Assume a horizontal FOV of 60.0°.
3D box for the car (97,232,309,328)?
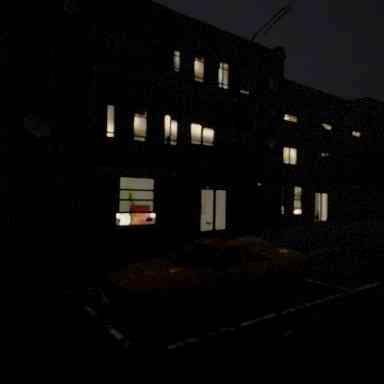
[{"bbox_3d":[0.497,1.567,7.061,4.829,1.417,1.752,1,1,-36],"label":"car"}]
